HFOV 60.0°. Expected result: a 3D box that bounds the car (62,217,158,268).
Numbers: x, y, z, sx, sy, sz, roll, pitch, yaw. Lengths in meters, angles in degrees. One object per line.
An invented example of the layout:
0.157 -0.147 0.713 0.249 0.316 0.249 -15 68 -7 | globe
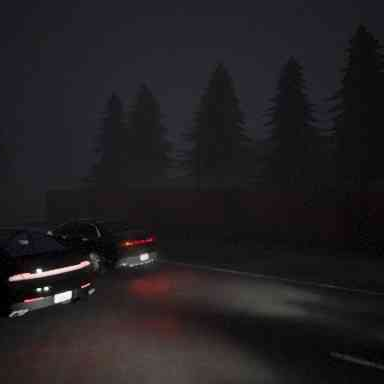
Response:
-3.296 1.570 10.681 4.892 1.490 1.837 0 0 36 | car

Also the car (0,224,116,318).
-4.115 1.545 6.958 4.902 1.511 2.128 0 0 36 | car
